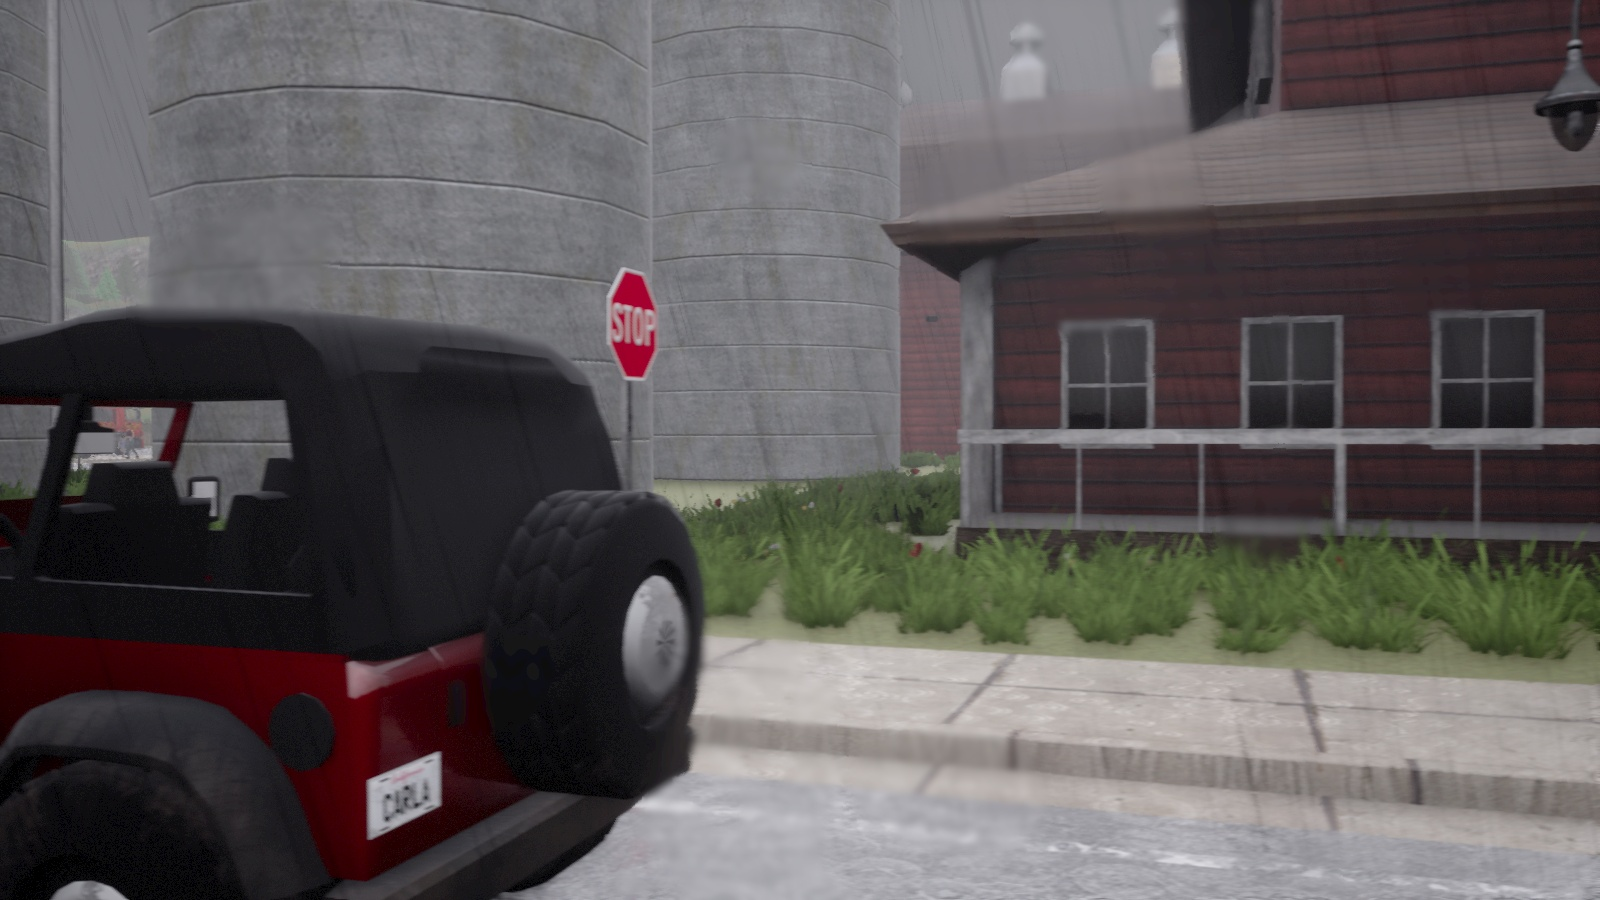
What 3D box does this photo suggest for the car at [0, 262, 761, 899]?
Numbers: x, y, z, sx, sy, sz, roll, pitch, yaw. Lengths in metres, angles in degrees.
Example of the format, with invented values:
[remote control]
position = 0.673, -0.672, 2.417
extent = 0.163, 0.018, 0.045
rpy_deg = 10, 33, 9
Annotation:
[car]
position = -2.271, 0.544, 3.954
extent = 3.866, 1.878, 1.905
rpy_deg = 1, 1, 19
